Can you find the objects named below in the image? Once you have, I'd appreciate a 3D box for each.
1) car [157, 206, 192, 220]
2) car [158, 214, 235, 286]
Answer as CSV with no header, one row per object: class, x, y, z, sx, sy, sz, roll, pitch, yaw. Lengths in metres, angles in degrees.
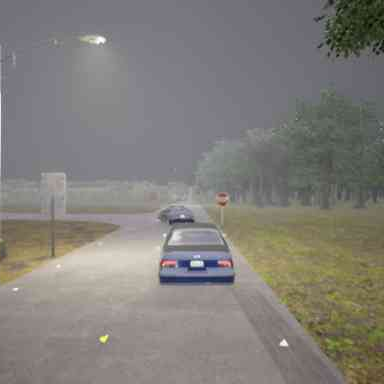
car,-1.333,1.728,25.739,1.994,1.385,4.181,0,0,-19
car,0.081,1.601,9.630,2.033,1.411,5.357,0,0,-1
